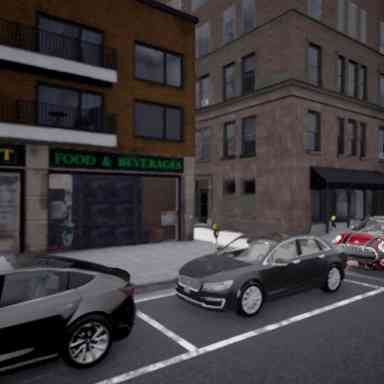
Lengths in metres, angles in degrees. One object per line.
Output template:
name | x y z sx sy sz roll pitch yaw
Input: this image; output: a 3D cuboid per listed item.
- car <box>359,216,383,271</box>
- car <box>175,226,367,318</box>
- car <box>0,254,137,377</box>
car | 6.197 1.494 10.573 4.097 1.590 1.967 0 0 -35
car | 1.695 1.577 7.381 4.403 1.369 2.008 0 0 -35
car | -2.807 1.566 4.190 4.313 1.339 1.947 0 0 -35
